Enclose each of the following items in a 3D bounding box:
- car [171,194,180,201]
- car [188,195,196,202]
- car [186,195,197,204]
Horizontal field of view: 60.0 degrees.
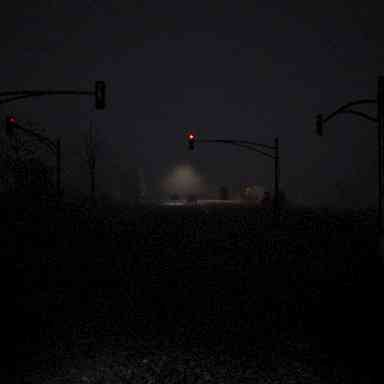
[{"bbox_3d":[-3.566,1.195,72.251,1.837,1.490,4.892,0,0,0],"label":"car"},{"bbox_3d":[-0.071,1.425,78.085,1.837,1.490,4.892,0,0,0],"label":"car"},{"bbox_3d":[-0.061,1.424,68.049,2.097,1.767,4.553,0,0,0],"label":"car"}]
